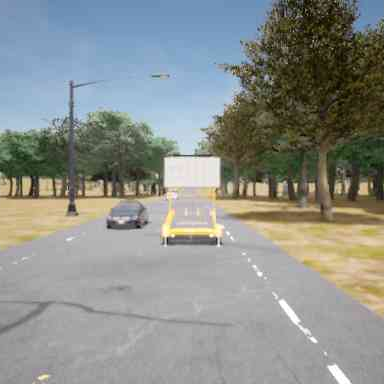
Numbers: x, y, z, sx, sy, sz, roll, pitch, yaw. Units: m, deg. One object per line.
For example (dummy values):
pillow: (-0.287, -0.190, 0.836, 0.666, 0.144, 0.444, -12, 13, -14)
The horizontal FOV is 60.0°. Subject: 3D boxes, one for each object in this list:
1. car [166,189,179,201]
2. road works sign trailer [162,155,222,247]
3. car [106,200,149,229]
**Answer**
car: (-3.516, 0.505, 60.957, 2.150, 2.045, 5.566, 0, 0, 1)
road works sign trailer: (0.010, 0.252, 13.869, 2.380, 3.560, 2.880, 0, 1, 0)
car: (-3.589, 1.236, 19.177, 1.812, 1.442, 4.674, 0, 1, 0)
